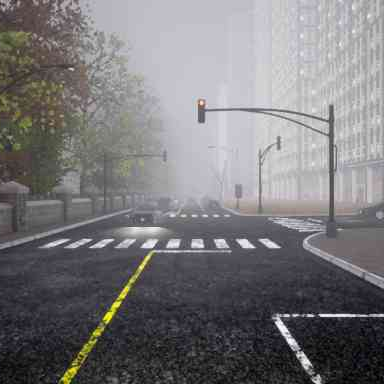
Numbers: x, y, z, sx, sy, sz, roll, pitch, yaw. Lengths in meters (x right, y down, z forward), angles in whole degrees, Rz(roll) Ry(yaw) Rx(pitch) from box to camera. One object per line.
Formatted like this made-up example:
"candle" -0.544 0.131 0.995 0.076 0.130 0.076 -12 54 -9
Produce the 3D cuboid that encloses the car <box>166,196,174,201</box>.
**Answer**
"car" -5.765 1.626 86.597 1.887 1.381 4.507 0 0 0

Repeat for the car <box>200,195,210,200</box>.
"car" 2.645 1.597 52.811 1.947 1.339 4.313 0 0 0

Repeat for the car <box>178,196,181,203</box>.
"car" -3.135 1.557 53.291 1.812 1.442 4.674 0 0 0

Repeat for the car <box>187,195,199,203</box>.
"car" -0.062 1.578 69.246 1.812 1.442 4.674 0 0 0

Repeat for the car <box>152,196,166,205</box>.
"car" -5.740 1.478 58.436 1.967 1.590 4.097 0 0 0

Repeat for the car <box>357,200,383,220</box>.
"car" 14.932 1.239 24.769 4.892 1.490 1.837 -1 0 0

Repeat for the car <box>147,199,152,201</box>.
"car" -5.731 1.608 47.171 1.802 1.307 4.206 0 0 0

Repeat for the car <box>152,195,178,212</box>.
"car" -3.133 1.371 39.196 2.097 1.767 4.553 0 0 0

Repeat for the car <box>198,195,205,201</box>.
"car" 2.610 1.642 92.237 2.008 1.369 4.403 0 0 0

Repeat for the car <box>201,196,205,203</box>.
"car" 2.649 1.592 47.178 1.947 1.339 4.313 0 0 0

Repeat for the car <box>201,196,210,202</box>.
"car" 3.082 1.590 76.858 1.812 1.442 4.674 0 0 0

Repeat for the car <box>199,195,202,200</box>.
"car" 3.052 1.406 69.828 2.097 1.767 4.553 0 0 0

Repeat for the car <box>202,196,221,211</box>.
"car" 2.654 1.587 41.546 1.947 1.339 4.313 0 0 0

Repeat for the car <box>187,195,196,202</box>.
"car" -0.069 1.482 78.830 2.033 1.411 5.357 0 0 0

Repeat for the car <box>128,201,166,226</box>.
"car" -3.122 1.571 23.073 1.994 1.385 4.181 0 0 0
